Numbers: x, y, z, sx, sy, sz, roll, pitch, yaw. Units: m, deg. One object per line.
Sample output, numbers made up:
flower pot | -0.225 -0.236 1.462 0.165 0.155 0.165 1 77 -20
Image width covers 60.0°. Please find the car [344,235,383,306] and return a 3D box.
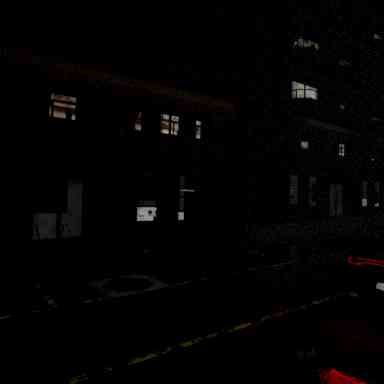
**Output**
car | 5.263 1.483 7.032 5.008 1.535 1.882 1 -1 -35
